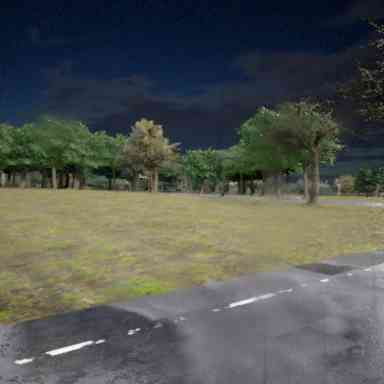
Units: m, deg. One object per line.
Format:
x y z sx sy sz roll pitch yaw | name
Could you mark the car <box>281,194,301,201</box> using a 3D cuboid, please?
21.391 1.194 72.733 1.895 1.301 4.718 0 2 -35 | car
